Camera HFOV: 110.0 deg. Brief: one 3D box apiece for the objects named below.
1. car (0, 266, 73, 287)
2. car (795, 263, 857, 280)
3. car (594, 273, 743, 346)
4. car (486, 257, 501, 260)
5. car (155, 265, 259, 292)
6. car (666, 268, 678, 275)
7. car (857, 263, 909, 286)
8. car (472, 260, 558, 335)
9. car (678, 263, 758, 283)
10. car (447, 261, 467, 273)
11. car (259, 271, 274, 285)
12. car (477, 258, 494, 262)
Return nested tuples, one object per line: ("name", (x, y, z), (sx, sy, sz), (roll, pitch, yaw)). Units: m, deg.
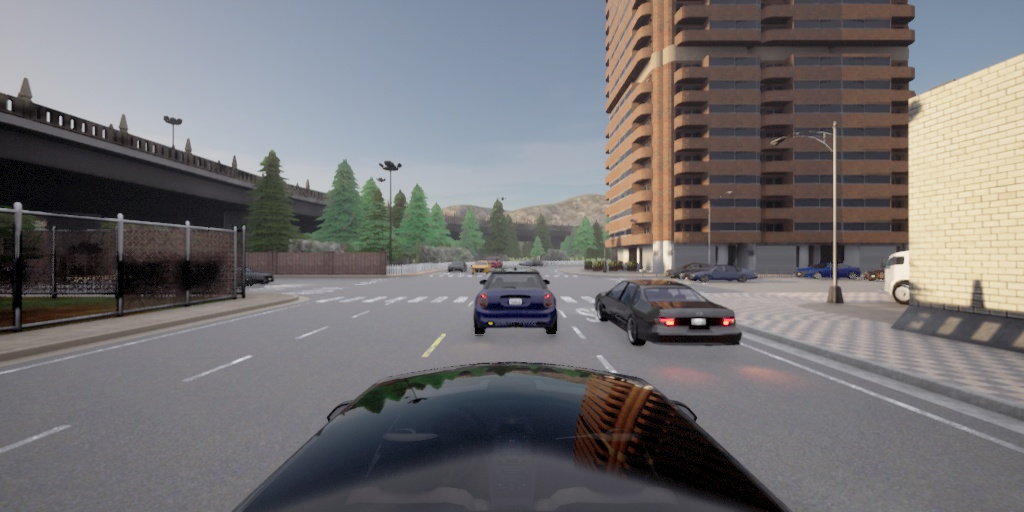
("car", (-33.955, 1.429, 25.305), (4.181, 1.385, 1.994), (0, 0, 0))
("car", (28.459, 1.364, 32.380), (5.008, 1.535, 1.882), (0, 0, 0))
("car", (3.590, 1.318, 9.402), (2.033, 1.411, 5.357), (0, 0, 0))
("car", (-2.947, 1.103, 52.666), (2.150, 2.045, 5.566), (0, 0, 9))
("car", (-18.714, 1.348, 21.786), (4.902, 1.511, 2.128), (0, 0, 0))
("car", (16.458, 1.390, 32.412), (4.892, 1.490, 1.837), (0, 0, 0))
("car", (31.064, 1.441, 28.870), (4.181, 1.385, 1.994), (0, 0, 0))
("car", (0.086, 1.125, 10.734), (2.097, 1.767, 4.553), (0, 0, 0))
("car", (16.701, 1.424, 28.892), (5.357, 1.411, 2.033), (0, 0, 0))
("car", (-6.833, 1.367, 45.105), (1.837, 1.490, 4.892), (0, 0, 2))
("car", (-19.495, 1.371, 25.287), (4.892, 1.490, 1.837), (0, 0, 0))
("car", (-3.529, 1.332, 41.815), (1.882, 1.535, 5.008), (0, 0, 1))
